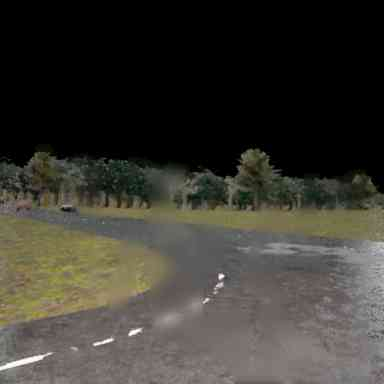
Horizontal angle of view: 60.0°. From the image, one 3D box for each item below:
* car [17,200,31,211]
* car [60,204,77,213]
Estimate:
[{"bbox_3d":[-31.669,2.552,62.643,2.150,2.045,5.566,3,-3,-29],"label":"car"},{"bbox_3d":[-21.949,2.950,59.025,1.882,1.535,5.008,4,-3,-36],"label":"car"}]
